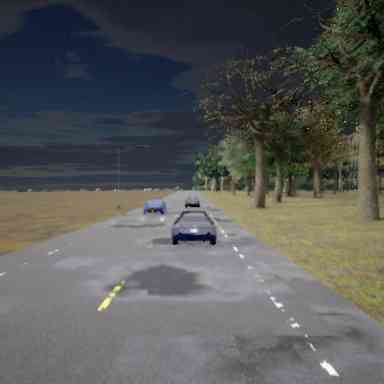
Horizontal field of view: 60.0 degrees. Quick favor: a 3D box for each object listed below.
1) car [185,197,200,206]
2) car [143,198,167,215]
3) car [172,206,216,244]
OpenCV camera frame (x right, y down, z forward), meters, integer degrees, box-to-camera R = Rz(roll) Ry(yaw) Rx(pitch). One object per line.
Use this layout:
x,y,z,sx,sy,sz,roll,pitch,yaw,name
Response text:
0.083,1.330,46.722,1.994,1.385,4.181,0,1,0,car
-3.516,1.383,32.286,1.882,1.535,5.008,0,0,0,car
0.094,1.578,15.939,1.994,1.385,4.181,0,0,0,car
